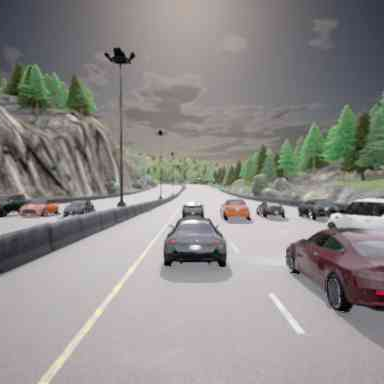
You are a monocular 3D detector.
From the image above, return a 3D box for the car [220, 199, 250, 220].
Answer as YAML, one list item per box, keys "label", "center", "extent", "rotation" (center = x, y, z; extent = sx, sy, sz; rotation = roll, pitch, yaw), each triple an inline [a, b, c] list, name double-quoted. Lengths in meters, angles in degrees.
- label: "car"
  center: [3.588, 1.381, 28.327]
  extent: [2.097, 1.767, 4.553]
  rotation: [0, 0, 0]

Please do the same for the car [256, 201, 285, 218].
- label: "car"
  center: [7.087, 1.556, 30.193]
  extent: [1.812, 1.442, 4.674]
  rotation: [0, 0, 0]

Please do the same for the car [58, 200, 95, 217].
- label: "car"
  center: [-10.606, 1.535, 31.543]
  extent: [1.837, 1.490, 4.892]
  rotation: [0, 0, 0]

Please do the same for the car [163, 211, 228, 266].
- label: "car"
  center: [0.095, 1.576, 11.659]
  extent: [1.994, 1.385, 4.181]
  rotation: [0, 0, 0]

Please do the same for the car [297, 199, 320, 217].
- label: "car"
  center: [10.588, 1.381, 28.332]
  extent: [2.097, 1.767, 4.553]
  rotation: [0, 0, 0]

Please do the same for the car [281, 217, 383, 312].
- label: "car"
  center: [3.596, 1.534, 7.594]
  extent: [1.812, 1.442, 4.674]
  rotation: [0, 0, 0]

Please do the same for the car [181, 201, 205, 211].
- label: "car"
  center: [0.087, 1.520, 29.189]
  extent: [2.128, 1.511, 4.902]
  rotation: [0, 0, 0]

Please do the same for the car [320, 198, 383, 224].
- label: "car"
  center: [7.096, 1.234, 12.546]
  extent: [2.150, 2.045, 5.566]
  rotation: [0, 0, 0]

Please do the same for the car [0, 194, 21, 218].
- label: "car"
  center: [-17.608, 1.251, 31.213]
  extent: [2.150, 2.045, 5.566]
  rotation: [0, 0, 0]

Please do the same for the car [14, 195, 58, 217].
- label: "car"
  center: [-14.105, 1.382, 31.022]
  extent: [2.097, 1.767, 4.553]
  rotation: [0, 0, 0]
